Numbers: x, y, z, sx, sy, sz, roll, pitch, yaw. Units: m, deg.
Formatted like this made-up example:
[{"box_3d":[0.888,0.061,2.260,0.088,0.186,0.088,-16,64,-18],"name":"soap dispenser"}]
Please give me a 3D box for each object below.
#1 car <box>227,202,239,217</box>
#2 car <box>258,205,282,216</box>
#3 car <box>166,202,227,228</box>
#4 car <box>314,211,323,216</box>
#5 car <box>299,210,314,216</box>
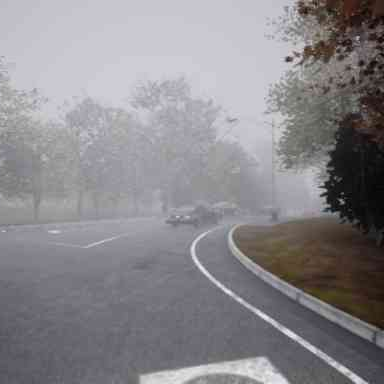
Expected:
[{"box_3d":[3.041,1.761,33.635,1.837,1.490,4.892,-1,-2,34],"name":"car"},{"box_3d":[10.509,2.452,44.801,1.882,1.535,5.008,-1,-4,34],"name":"car"},{"box_3d":[0.267,1.540,21.943,2.033,1.411,5.357,-1,-1,26],"name":"car"},{"box_3d":[22.820,3.781,56.834,1.895,1.301,4.718,-1,-5,34],"name":"car"},{"box_3d":[21.003,3.926,60.437,1.994,1.385,4.181,-1,-5,34],"name":"car"}]
